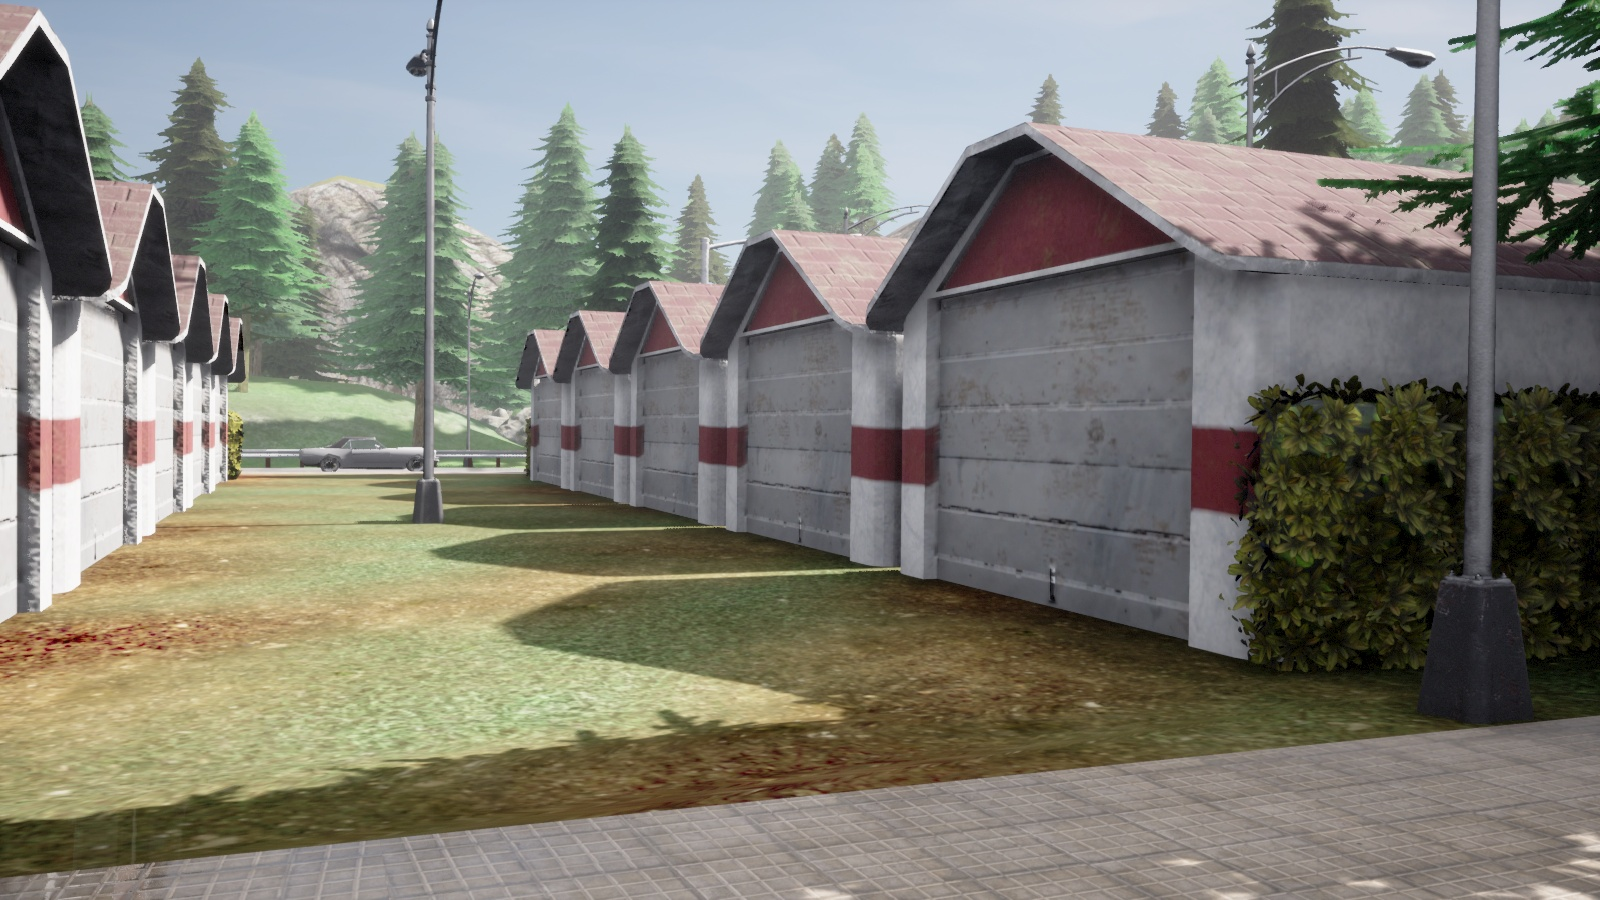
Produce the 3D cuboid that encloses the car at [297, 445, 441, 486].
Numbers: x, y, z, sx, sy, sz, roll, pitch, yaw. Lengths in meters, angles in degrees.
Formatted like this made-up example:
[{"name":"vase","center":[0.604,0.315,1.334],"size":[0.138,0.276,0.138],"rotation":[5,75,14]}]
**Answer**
[{"name":"car","center":[-15.294,0.516,44.639],"size":[4.718,1.301,1.895],"rotation":[-1,1,-20]}]
